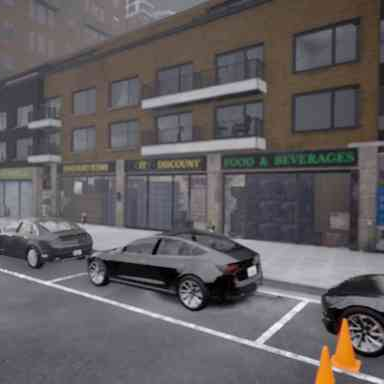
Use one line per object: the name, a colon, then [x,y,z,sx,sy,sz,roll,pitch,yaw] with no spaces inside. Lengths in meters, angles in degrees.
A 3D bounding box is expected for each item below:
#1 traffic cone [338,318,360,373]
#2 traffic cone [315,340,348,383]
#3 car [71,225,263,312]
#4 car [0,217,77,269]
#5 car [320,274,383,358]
traffic cone: [1.996,1.953,4.347,0.340,0.580,0.340,0,0,33]
traffic cone: [1.427,1.952,3.566,0.340,0.580,0.340,0,0,36]
car: [-0.538,1.543,7.597,4.313,1.339,1.947,0,1,36]
car: [-5.080,1.498,10.848,4.403,1.369,2.008,0,1,36]
car: [4.004,1.572,4.346,4.313,1.339,1.947,0,1,36]
